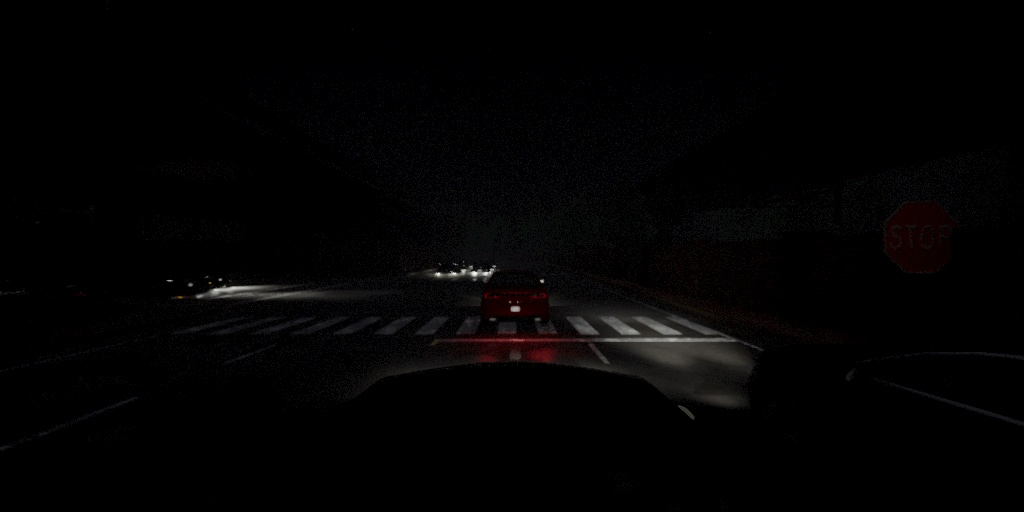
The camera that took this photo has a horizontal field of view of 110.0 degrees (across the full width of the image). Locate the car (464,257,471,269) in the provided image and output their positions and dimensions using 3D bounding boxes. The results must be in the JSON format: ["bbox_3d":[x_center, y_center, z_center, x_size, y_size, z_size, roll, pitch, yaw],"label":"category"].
[{"bbox_3d":[-7.159,0.860,49.152,2.097,1.767,4.553,0,0,-1],"label":"car"}]

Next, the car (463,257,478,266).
[{"bbox_3d":[-7.337,0.926,63.263,2.128,1.511,4.902,0,0,0],"label":"car"}]

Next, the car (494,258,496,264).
[{"bbox_3d":[-3.681,1.026,50.700,1.812,1.442,4.674,0,1,-1],"label":"car"}]

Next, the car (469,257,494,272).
[{"bbox_3d":[-3.541,1.107,42.169,1.994,1.385,4.181,0,0,-1],"label":"car"}]

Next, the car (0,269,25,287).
[{"bbox_3d":[-31.889,1.152,21.033,4.892,1.490,1.837,1,0,-1],"label":"car"}]

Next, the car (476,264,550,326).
[{"bbox_3d":[0.059,1.178,11.535,1.882,1.535,5.008,0,0,-1],"label":"car"}]

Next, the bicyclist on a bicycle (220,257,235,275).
[{"bbox_3d":[-25.450,0.895,32.075,0.582,1.620,1.656,0,1,-1],"label":"bicyclist on a bicycle"}]

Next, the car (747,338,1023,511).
[{"bbox_3d":[3.558,1.240,2.084,2.128,1.511,4.902,0,0,0],"label":"car"}]

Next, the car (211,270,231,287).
[{"bbox_3d":[-19.199,1.214,21.152,4.181,1.385,1.994,0,0,-1],"label":"car"}]

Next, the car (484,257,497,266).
[{"bbox_3d":[-3.848,0.975,65.017,2.033,1.411,5.357,0,0,-1],"label":"car"}]

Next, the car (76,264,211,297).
[{"bbox_3d":[-18.292,1.160,17.660,4.902,1.511,2.128,0,0,-1],"label":"car"}]

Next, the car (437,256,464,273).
[{"bbox_3d":[-7.015,0.904,40.417,2.097,1.767,4.553,0,0,-1],"label":"car"}]
